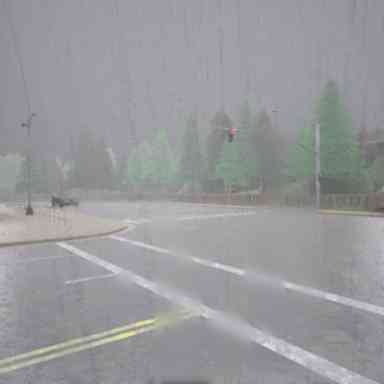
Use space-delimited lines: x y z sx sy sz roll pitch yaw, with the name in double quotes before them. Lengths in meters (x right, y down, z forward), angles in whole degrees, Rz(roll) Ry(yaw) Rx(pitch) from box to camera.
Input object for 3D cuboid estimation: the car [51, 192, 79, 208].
"car" -16.399 0.975 42.845 2.150 2.045 5.566 -1 0 -38
